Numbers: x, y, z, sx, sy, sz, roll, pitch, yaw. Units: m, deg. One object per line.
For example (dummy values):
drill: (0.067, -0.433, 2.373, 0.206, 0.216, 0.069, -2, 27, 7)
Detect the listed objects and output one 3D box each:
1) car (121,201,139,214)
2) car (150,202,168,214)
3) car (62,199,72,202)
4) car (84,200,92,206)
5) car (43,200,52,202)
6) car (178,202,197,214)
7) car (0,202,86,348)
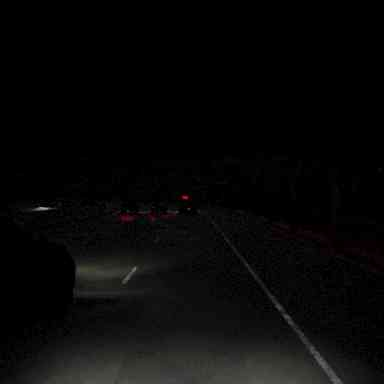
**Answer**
car: (-7.515, 1.882, 40.291, 1.837, 1.490, 4.892, 0, 0, -5)
car: (-4.066, 1.908, 40.885, 1.812, 1.442, 4.674, 0, -1, -6)
car: (-22.223, 2.048, 59.113, 2.128, 1.511, 4.902, 0, -1, -17)
car: (-18.263, 2.093, 58.346, 2.033, 1.411, 5.357, 0, -1, -16)
car: (-27.223, 2.187, 62.778, 1.895, 1.301, 4.718, 0, -1, -22)
car: (-0.578, 1.947, 40.943, 1.994, 1.385, 4.181, 0, -1, -6)
car: (-3.398, 1.263, 4.328, 2.150, 2.045, 5.566, 0, -1, 0)
